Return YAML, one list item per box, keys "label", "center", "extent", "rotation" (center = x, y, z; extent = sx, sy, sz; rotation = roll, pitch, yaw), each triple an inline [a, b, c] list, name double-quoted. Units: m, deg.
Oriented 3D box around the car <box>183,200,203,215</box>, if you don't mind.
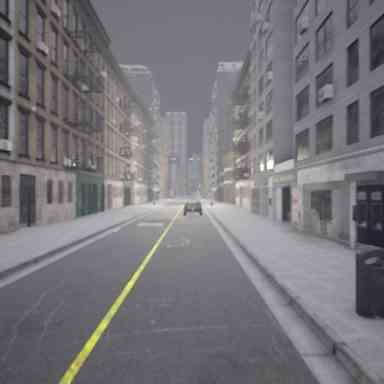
- label: "car"
  center: [0.100, 1.547, 34.841]
  extent: [2.128, 1.511, 4.902]
  rotation: [0, 0, 0]
